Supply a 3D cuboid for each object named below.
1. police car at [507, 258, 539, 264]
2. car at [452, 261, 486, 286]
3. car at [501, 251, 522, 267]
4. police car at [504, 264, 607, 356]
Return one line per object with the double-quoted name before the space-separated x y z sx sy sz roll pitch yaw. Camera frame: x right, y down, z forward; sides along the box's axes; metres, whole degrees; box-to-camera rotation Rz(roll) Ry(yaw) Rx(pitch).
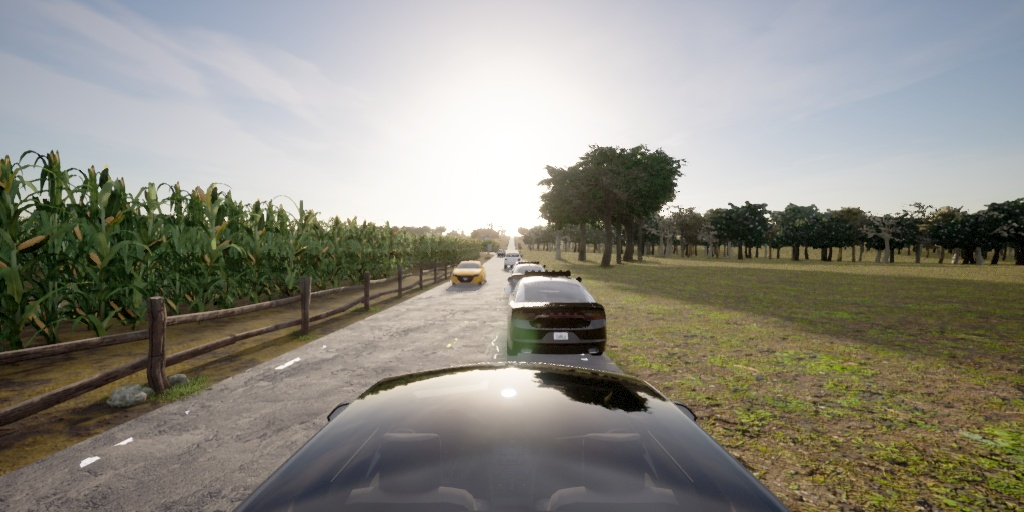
"police car" 0.865 1.090 18.722 1.930 1.638 5.238 0 0 0
"car" -2.797 1.095 24.012 1.882 1.535 5.008 0 1 0
"car" 0.129 0.528 46.080 2.150 2.045 5.566 0 1 1
"police car" 0.843 1.154 8.721 1.930 1.638 5.238 0 0 0
